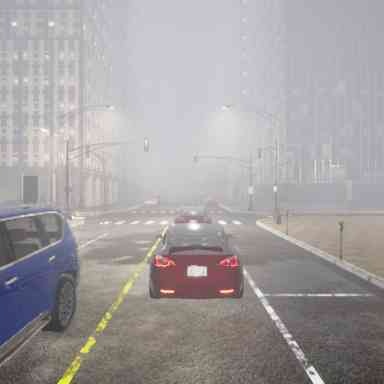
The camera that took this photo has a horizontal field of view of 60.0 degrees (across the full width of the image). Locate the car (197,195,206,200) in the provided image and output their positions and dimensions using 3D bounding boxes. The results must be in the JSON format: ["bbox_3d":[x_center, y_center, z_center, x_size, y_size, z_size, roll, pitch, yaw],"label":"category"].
[{"bbox_3d":[2.486,1.397,87.940,2.008,1.369,4.403,0,0,0],"label":"car"}]

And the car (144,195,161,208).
[{"bbox_3d":[-5.930,1.478,48.027,1.752,1.417,4.829,0,0,0],"label":"car"}]

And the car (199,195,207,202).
[{"bbox_3d":[2.513,1.406,76.762,1.752,1.417,4.829,0,0,0],"label":"car"}]

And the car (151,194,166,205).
[{"bbox_3d":[-5.913,1.255,53.875,2.192,1.841,5.009,0,0,0],"label":"car"}]

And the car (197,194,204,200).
[{"bbox_3d":[2.473,1.351,93.787,1.752,1.417,4.829,0,0,0],"label":"car"}]

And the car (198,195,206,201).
[{"bbox_3d":[2.500,1.409,82.266,1.887,1.381,4.507,0,0,0],"label":"car"}]

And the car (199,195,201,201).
[{"bbox_3d":[2.665,1.491,53.895,2.008,1.369,4.403,0,0,0],"label":"car"}]

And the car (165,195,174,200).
[{"bbox_3d":[-5.894,1.397,87.928,2.008,1.369,4.403,0,0,0],"label":"car"}]

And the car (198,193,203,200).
[{"bbox_3d":[2.528,1.212,70.917,2.192,1.841,5.009,0,0,0],"label":"car"}]

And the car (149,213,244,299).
[{"bbox_3d":[0.079,1.501,8.457,2.163,1.488,4.792,0,0,0],"label":"car"}]

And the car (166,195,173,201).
[{"bbox_3d":[-5.867,1.426,76.577,1.887,1.381,4.507,0,0,0],"label":"car"}]

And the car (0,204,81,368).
[{"bbox_3d":[-3.097,1.220,3.880,2.150,2.045,5.566,0,0,0],"label":"car"}]

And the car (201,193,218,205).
[{"bbox_3d":[2.710,1.392,48.216,1.967,1.590,4.097,0,0,0],"label":"car"}]

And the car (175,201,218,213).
[{"bbox_3d":[0.048,1.494,18.452,2.163,1.488,4.792,0,0,0],"label":"car"}]

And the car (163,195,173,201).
[{"bbox_3d":[-5.881,1.415,82.252,2.008,1.369,4.403,0,0,0],"label":"car"}]
